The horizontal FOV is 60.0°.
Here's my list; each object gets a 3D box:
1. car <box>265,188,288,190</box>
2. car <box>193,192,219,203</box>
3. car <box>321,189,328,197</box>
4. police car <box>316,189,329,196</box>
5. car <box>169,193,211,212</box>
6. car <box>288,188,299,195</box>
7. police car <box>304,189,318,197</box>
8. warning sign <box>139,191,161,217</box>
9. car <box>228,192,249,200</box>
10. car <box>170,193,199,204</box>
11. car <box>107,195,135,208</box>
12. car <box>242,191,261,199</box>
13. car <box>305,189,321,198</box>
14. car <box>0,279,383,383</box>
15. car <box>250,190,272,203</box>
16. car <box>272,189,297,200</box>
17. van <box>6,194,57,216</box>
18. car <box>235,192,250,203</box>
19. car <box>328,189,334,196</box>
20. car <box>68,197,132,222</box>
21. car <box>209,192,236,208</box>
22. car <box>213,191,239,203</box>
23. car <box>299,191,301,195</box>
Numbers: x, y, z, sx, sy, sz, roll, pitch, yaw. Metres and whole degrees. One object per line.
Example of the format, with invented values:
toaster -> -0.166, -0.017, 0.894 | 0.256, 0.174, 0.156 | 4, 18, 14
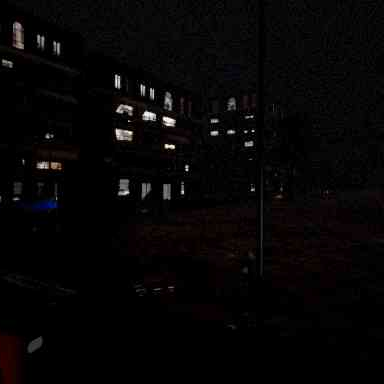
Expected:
car -> 15.396, 0.550, 60.335 | 1.882, 1.535, 5.008 | 1, 1, 35
car -> 2.198, 0.807, 51.401 | 2.008, 1.369, 4.403 | 2, 2, 35
car -> 28.094, 0.359, 74.118 | 2.008, 1.369, 4.403 | 2, 2, 35
police car -> 33.259, 0.037, 84.870 | 1.930, 1.638, 5.238 | 1, 1, 34
car -> -0.412, 1.131, 32.893 | 1.887, 1.381, 4.507 | 2, 2, 35
car -> 24.371, -0.031, 83.459 | 2.192, 1.841, 5.009 | 2, 2, 35
police car -> 27.449, 0.189, 76.729 | 1.930, 1.638, 5.238 | 0, 1, 32
warning sign -> -3.130, 0.851, 24.821 | 1.300, 1.860, 1.060 | -1, 0, 35
car -> 8.533, 0.649, 60.563 | 1.947, 1.339, 4.313 | 2, 2, 35
car -> -0.969, 0.909, 46.821 | 1.947, 1.339, 4.313 | 2, 2, 35
car -> -7.714, 1.113, 32.532 | 1.837, 1.490, 4.892 | 1, 1, 35
car -> 11.603, 0.524, 65.002 | 1.752, 1.417, 4.829 | 2, 2, 35
car -> 24.928, 0.445, 69.539 | 2.008, 1.369, 4.403 | 2, 2, 35
car -> -0.330, 1.544, 3.102 | 4.507, 1.381, 1.887 | 0, 0, 35
car -> 9.090, 0.876, 46.635 | 2.008, 1.369, 4.403 | 2, 2, 35
car -> 15.522, 0.674, 55.936 | 1.752, 1.417, 4.829 | 2, 2, 35
van -> -13.636, 1.035, 28.493 | 1.690, 1.788, 3.998 | 2, 2, 35
car -> 5.926, 0.932, 46.632 | 1.895, 1.301, 4.718 | 1, 1, 35
car -> 34.430, 0.077, 83.277 | 1.967, 1.590, 4.097 | 2, 2, 35
car -> -6.746, 1.328, 23.734 | 1.947, 1.339, 4.313 | 2, 2, 35
car -> 2.756, 1.050, 37.474 | 2.008, 1.369, 4.403 | 2, 2, 35
car -> 5.317, 0.729, 51.266 | 1.882, 1.535, 5.008 | 1, 1, 35
car -> 27.536, 0.113, 88.046 | 1.887, 1.381, 4.507 | 2, 2, 35
